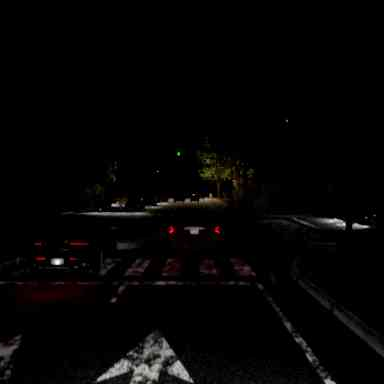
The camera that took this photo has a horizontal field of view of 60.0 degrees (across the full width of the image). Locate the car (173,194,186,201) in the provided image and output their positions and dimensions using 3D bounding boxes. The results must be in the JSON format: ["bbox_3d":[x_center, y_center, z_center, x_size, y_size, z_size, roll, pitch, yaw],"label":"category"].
[{"bbox_3d":[-2.669,1.224,68.734,2.097,1.767,4.553,0,0,1],"label":"car"}]

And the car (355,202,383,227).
[{"bbox_3d":[13.370,1.493,21.603,4.181,1.385,1.994,0,1,3],"label":"car"}]

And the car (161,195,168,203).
[{"bbox_3d":[-5.936,1.369,67.780,2.128,1.511,4.902,0,0,1],"label":"car"}]

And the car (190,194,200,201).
[{"bbox_3d":[0.752,1.267,78.743,2.128,1.511,4.902,0,0,1],"label":"car"}]

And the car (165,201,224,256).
[{"bbox_3d":[0.076,1.410,13.522,2.097,1.767,4.553,0,-1,0],"label":"car"}]

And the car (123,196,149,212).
[{"bbox_3d":[-6.533,1.468,38.062,1.812,1.442,4.674,0,0,1],"label":"car"}]

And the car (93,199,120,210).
[{"bbox_3d":[-9.770,1.488,38.408,2.033,1.411,5.357,0,0,1],"label":"car"}]

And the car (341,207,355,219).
[{"bbox_3d":[13.458,1.439,24.853,4.181,1.385,1.994,0,1,3],"label":"car"}]

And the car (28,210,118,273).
[{"bbox_3d":[-3.590,1.518,10.696,1.837,1.490,4.892,0,-1,-6],"label":"car"}]

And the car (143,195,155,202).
[{"bbox_3d":[-9.135,1.352,70.782,1.994,1.385,4.181,0,0,1],"label":"car"}]

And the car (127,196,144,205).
[{"bbox_3d":[-9.432,1.410,55.851,1.837,1.490,4.892,0,0,1],"label":"car"}]

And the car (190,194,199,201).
[{"bbox_3d":[0.574,1.377,68.326,1.837,1.490,4.892,0,0,1],"label":"car"}]

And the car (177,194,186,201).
[{"bbox_3d":[-2.498,1.219,78.798,1.882,1.535,5.008,0,0,1],"label":"car"}]

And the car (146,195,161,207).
[{"bbox_3d":[-6.314,1.444,50.112,1.812,1.442,4.674,0,1,1],"label":"car"}]
